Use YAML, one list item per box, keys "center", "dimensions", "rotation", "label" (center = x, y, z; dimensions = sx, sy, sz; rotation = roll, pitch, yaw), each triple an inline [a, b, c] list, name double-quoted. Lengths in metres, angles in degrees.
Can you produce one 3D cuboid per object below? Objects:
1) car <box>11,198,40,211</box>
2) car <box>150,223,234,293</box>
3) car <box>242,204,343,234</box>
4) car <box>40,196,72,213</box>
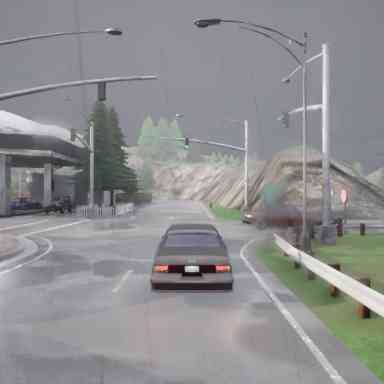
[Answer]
- center: [-20.247, 1.502, 40.735]
  dimensions: [2.242, 1.667, 4.611]
  rotation: [0, 0, -1]
  label: "car"
- center: [0.003, 1.552, 9.006]
  dimensions: [2.033, 1.411, 5.357]
  rotation: [0, 0, 0]
  label: "car"
- center: [5.363, 1.389, 18.236]
  dimensions: [5.357, 1.411, 2.033]
  rotation: [-1, 0, 42]
  label: "car"
- center: [-14.538, 1.333, 36.459]
  dimensions: [1.905, 1.878, 3.866]
  rotation: [0, 0, -1]
  label: "car"
